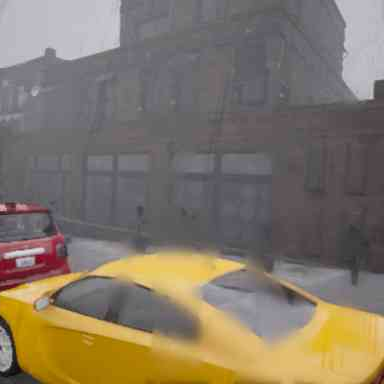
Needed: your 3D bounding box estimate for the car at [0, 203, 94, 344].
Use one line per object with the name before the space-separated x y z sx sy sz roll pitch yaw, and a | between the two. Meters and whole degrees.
car | -4.915 1.260 7.039 5.566 2.045 2.435 0 0 36
